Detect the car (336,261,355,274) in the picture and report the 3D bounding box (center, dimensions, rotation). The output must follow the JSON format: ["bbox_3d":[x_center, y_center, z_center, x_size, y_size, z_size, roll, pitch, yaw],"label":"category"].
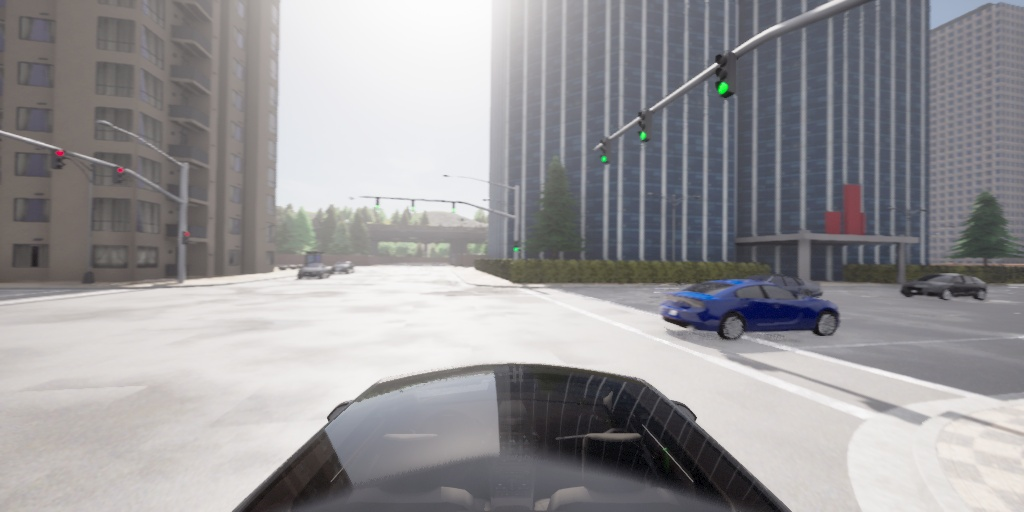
[{"bbox_3d":[-20.302,1.399,43.247,2.128,1.511,4.902,1,-1,-12],"label":"car"}]

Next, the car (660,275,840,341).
[{"bbox_3d":[6.778,1.419,10.270,5.008,1.535,1.882,1,-1,-13],"label":"car"}]

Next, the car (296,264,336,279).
[{"bbox_3d":[-18.147,1.392,33.032,1.994,1.385,4.181,1,-1,-12],"label":"car"}]

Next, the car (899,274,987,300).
[{"bbox_3d":[26.313,1.855,21.873,4.892,1.490,1.837,0,0,-12],"label":"car"}]
